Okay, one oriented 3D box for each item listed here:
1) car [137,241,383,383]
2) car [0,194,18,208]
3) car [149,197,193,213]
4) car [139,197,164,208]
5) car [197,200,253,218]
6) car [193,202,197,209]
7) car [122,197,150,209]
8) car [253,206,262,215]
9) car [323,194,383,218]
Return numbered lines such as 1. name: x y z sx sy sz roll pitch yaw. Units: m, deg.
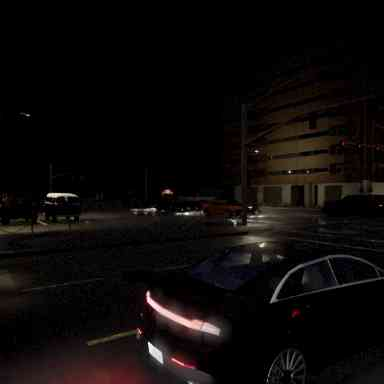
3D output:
1. car: 1.620 1.492 4.895 4.902 1.511 2.128 0 0 -34
2. car: -31.378 1.209 56.581 1.932 1.855 4.605 0 0 -34
3. car: -2.565 1.603 39.085 2.033 1.411 5.357 0 0 -34
4. car: -6.199 1.560 50.652 1.837 1.490 4.892 0 0 -34
5. car: 2.966 1.533 30.973 1.882 1.535 5.008 0 0 -34
6. car: -0.636 1.656 42.472 1.895 1.301 4.718 0 0 -34
7. car: -8.413 1.533 47.679 1.882 1.535 5.008 0 0 -34
8. car: 4.763 1.603 34.550 2.033 1.411 5.357 0 0 -34
9. car: 15.246 1.273 31.150 5.566 2.045 2.150 -1 1 44
